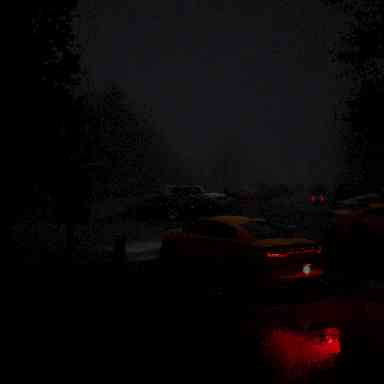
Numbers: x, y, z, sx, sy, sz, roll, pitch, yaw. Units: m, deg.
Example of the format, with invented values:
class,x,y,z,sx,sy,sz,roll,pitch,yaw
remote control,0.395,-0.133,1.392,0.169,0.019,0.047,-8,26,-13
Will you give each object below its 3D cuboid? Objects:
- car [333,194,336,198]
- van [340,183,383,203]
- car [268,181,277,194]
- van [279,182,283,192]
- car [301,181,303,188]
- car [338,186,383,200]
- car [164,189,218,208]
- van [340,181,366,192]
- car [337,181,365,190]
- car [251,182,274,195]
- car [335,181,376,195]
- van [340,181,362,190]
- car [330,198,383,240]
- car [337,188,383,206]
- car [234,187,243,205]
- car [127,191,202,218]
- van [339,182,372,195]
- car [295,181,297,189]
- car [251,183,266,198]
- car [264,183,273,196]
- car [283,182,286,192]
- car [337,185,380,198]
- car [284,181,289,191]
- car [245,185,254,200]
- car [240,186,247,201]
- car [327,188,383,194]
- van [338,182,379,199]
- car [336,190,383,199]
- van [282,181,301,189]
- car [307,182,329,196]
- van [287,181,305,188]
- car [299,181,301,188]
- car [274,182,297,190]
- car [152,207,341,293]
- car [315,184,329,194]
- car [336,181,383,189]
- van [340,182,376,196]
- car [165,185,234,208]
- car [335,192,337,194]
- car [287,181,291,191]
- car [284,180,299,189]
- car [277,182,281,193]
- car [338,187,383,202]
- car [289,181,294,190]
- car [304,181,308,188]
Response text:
class,x,y,z,sx,sy,sz,roll,pitch,yaw
car,10.980,1.056,19.420,4.792,1.488,2.163,1,3,24
van,17.908,0.067,34.633,4.442,1.987,1.878,1,3,24
car,9.220,-0.376,47.502,4.553,1.767,2.185,1,3,24
van,11.551,-0.674,52.532,4.442,1.987,1.878,1,2,24
car,22.706,-1.434,77.944,5.008,1.535,2.097,1,2,24
car,20.024,0.099,39.620,4.792,1.488,2.163,1,3,24
car,-0.940,0.814,24.714,5.008,1.535,2.097,1,3,24
van,31.396,-1.150,64.986,4.442,1.987,1.878,1,2,24
car,34.636,-1.472,72.633,5.566,2.045,2.435,1,2,24
car,8.058,-0.145,44.984,4.892,1.521,2.231,1,3,24
car,25.591,-0.682,52.279,5.566,2.045,2.435,1,2,24
van,35.893,-1.542,75.105,4.442,1.987,1.878,1,2,24
car,8.803,1.265,14.463,5.008,1.535,2.097,1,3,24
car,16.601,0.445,32.062,4.792,1.488,2.163,1,3,24
car,1.478,0.569,29.710,5.366,1.575,1.946,1,3,24
car,-2.098,0.965,22.195,4.792,1.488,2.163,1,3,24
van,24.386,-0.560,49.786,4.442,1.987,1.878,1,2,24
car,18.199,-1.039,67.803,4.892,1.521,2.231,1,2,24
car,5.695,0.070,40.108,5.366,1.575,1.946,1,3,24
car,7.110,-0.036,42.379,5.366,1.575,1.946,1,3,24
car,12.544,-0.519,55.136,4.792,1.488,2.163,1,2,24
car,22.249,-0.136,44.686,5.008,1.535,2.097,1,2,24
car,13.671,-0.618,57.672,4.792,1.488,2.163,1,2,24
car,3.392,0.318,34.929,5.366,1.575,1.946,1,3,24
car,2.441,0.447,32.317,4.892,1.521,2.231,1,3,24
car,13.085,0.776,24.539,5.366,1.575,1.946,1,3,24
van,21.015,-0.262,42.179,4.442,1.987,1.878,1,3,24
car,9.961,1.019,16.973,4.553,1.767,2.185,1,3,24
van,24.858,-1.858,83.051,4.442,1.987,1.878,1,2,24
car,18.121,-0.239,47.572,2.128,1.511,4.902,1,2,24
van,28.231,-2.079,90.645,4.442,1.987,1.878,1,2,24
car,21.556,-1.461,75.414,4.553,1.767,2.185,1,2,24
car,20.429,-1.363,72.879,4.553,1.767,2.185,1,2,24
car,0.953,1.351,8.625,1.882,1.535,5.008,2,-1,-32
car,22.301,-0.618,56.976,1.882,1.535,5.008,1,2,24
car,15.528,0.287,29.498,5.566,2.045,2.435,1,3,24
van,23.475,-0.458,47.162,4.442,1.987,1.878,1,2,24
car,0.207,0.441,27.227,5.566,2.045,2.435,1,3,24
car,12.128,0.945,21.938,4.674,1.452,2.002,1,3,24
car,14.798,-0.716,60.207,4.792,1.488,2.163,1,2,24
car,19.161,-1.145,70.411,5.366,1.575,1.946,1,2,24
car,10.344,-0.321,50.042,4.792,1.488,2.163,1,2,24
car,18.952,0.204,37.211,4.792,1.488,2.163,1,3,24
car,15.781,-0.849,62.805,5.366,1.575,1.946,1,2,24
car,26.117,-1.979,85.527,5.566,2.045,2.435,1,2,24
